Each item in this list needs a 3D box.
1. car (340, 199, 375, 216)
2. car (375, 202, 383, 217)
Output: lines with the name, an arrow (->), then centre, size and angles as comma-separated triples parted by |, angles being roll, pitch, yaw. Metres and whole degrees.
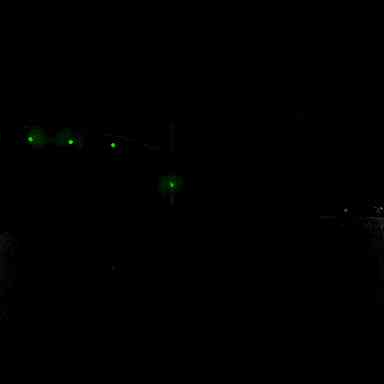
car -> 16.642, 1.491, 32.720 | 4.902, 1.511, 2.128 | 0, 0, -31
car -> 19.050, 1.526, 30.082 | 4.674, 1.442, 1.812 | 0, 0, -31
